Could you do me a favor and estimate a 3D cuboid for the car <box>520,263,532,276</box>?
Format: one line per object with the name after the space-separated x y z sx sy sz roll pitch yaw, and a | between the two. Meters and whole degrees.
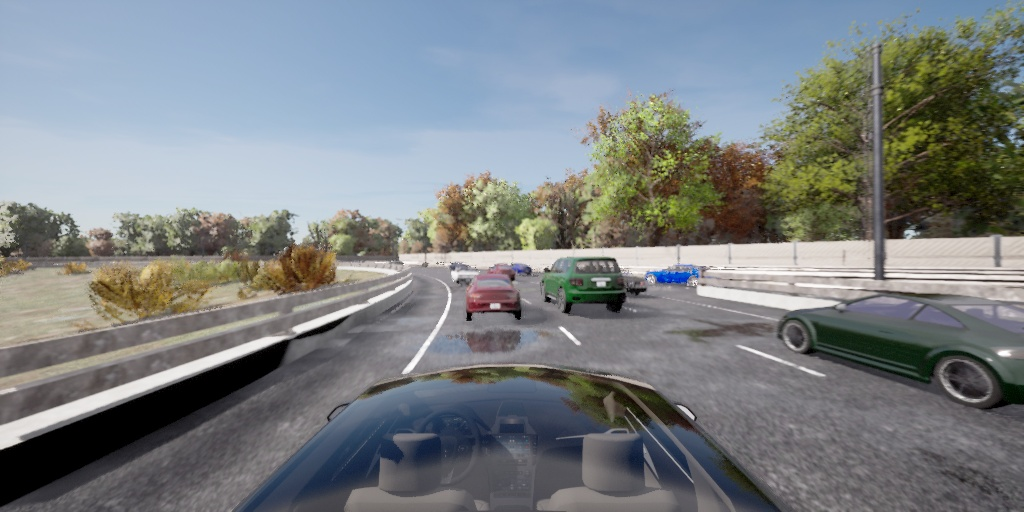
0.555 1.513 41.414 1.812 1.442 4.674 0 0 -29 | car

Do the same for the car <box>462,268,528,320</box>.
-0.734 1.351 13.043 1.812 1.442 4.674 0 0 -6 | car

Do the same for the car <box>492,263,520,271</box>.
-1.026 1.474 32.165 1.812 1.442 4.674 0 0 -16 | car

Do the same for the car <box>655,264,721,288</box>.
11.766 1.312 25.119 1.882 1.535 5.008 0 0 -38 | car

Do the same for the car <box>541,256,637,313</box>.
2.652 1.038 14.486 2.150 2.045 5.566 0 0 -6 | car

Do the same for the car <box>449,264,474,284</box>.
-3.889 1.549 29.579 1.895 1.301 4.718 0 0 -15 | car

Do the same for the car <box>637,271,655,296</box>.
5.407 1.381 19.807 2.033 1.411 5.357 0 0 -8 | car

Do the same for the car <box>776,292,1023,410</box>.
6.825 1.305 6.143 1.994 1.385 4.181 0 -1 -2 | car

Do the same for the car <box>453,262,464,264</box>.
-8.853 1.710 58.750 1.994 1.385 4.181 0 0 -31 | car
